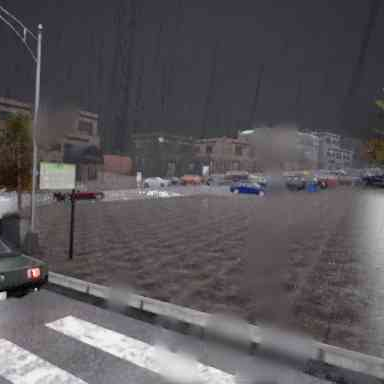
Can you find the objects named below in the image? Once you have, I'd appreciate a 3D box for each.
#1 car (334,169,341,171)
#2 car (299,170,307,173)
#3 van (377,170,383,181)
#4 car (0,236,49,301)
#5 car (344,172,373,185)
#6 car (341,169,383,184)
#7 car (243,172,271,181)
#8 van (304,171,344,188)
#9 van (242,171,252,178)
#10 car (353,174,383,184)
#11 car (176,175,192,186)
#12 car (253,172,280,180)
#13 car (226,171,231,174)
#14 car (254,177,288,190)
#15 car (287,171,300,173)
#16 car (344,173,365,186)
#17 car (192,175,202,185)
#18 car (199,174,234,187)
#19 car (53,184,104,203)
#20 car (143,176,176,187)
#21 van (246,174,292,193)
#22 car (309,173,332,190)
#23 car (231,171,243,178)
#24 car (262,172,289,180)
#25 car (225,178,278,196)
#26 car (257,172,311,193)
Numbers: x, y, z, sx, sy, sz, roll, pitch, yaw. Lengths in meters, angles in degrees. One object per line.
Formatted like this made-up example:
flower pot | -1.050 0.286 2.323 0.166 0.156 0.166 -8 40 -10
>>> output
car | 33.200 -4.672 82.105 5.008 1.535 2.097 2 6 31
car | 21.859 -3.784 72.833 4.892 1.521 2.231 2 6 31
van | 37.483 -3.064 62.513 4.442 1.987 1.878 4 7 31
car | -5.238 1.562 7.257 4.718 1.301 1.895 1 1 36
car | 25.747 -1.870 53.152 4.792 1.488 2.163 4 7 31
car | 28.104 -2.337 54.996 5.566 2.045 2.435 4 7 31
car | 12.803 -3.044 65.398 5.008 1.535 2.097 2 5 30
van | 18.749 -1.559 47.516 4.442 1.987 1.878 4 7 32
van | 8.187 -2.900 61.695 4.442 1.987 1.878 2 6 30
car | 30.422 -2.277 56.921 4.892 1.521 2.231 4 7 31
car | -2.994 -1.703 52.237 4.792 1.488 2.163 2 5 30
car | 15.093 -3.199 67.244 4.792 1.488 2.163 2 5 30
car | 3.790 -2.420 57.870 4.553 1.767 2.185 2 6 30
car | 11.150 -1.267 47.364 1.812 1.442 4.674 -4 6 -33
car | 16.897 -2.556 60.473 4.892 1.490 1.837 -4 7 -39
car | 23.372 -1.712 51.292 4.892 1.521 2.231 4 7 31
car | -0.736 -2.045 54.103 4.553 1.767 2.185 2 6 30
car | 3.785 -1.547 51.014 4.181 1.385 1.994 -4 7 -37
car | -10.647 -0.016 31.578 4.553 1.767 2.097 -3 6 -44
car | -5.282 -1.506 50.365 4.674 1.452 2.002 2 5 30
van | 9.289 -0.820 40.160 4.442 1.987 1.878 4 7 32
car | 16.256 -1.283 45.760 4.553 1.767 2.185 4 7 32
car | 6.027 -2.485 59.787 5.008 1.535 2.097 2 5 30
car | 17.325 -3.416 69.127 5.008 1.535 2.097 2 5 30
car | 6.821 -0.418 38.411 5.008 1.535 2.097 4 7 32
car | 11.525 -1.038 42.065 5.566 2.045 2.435 4 7 32
